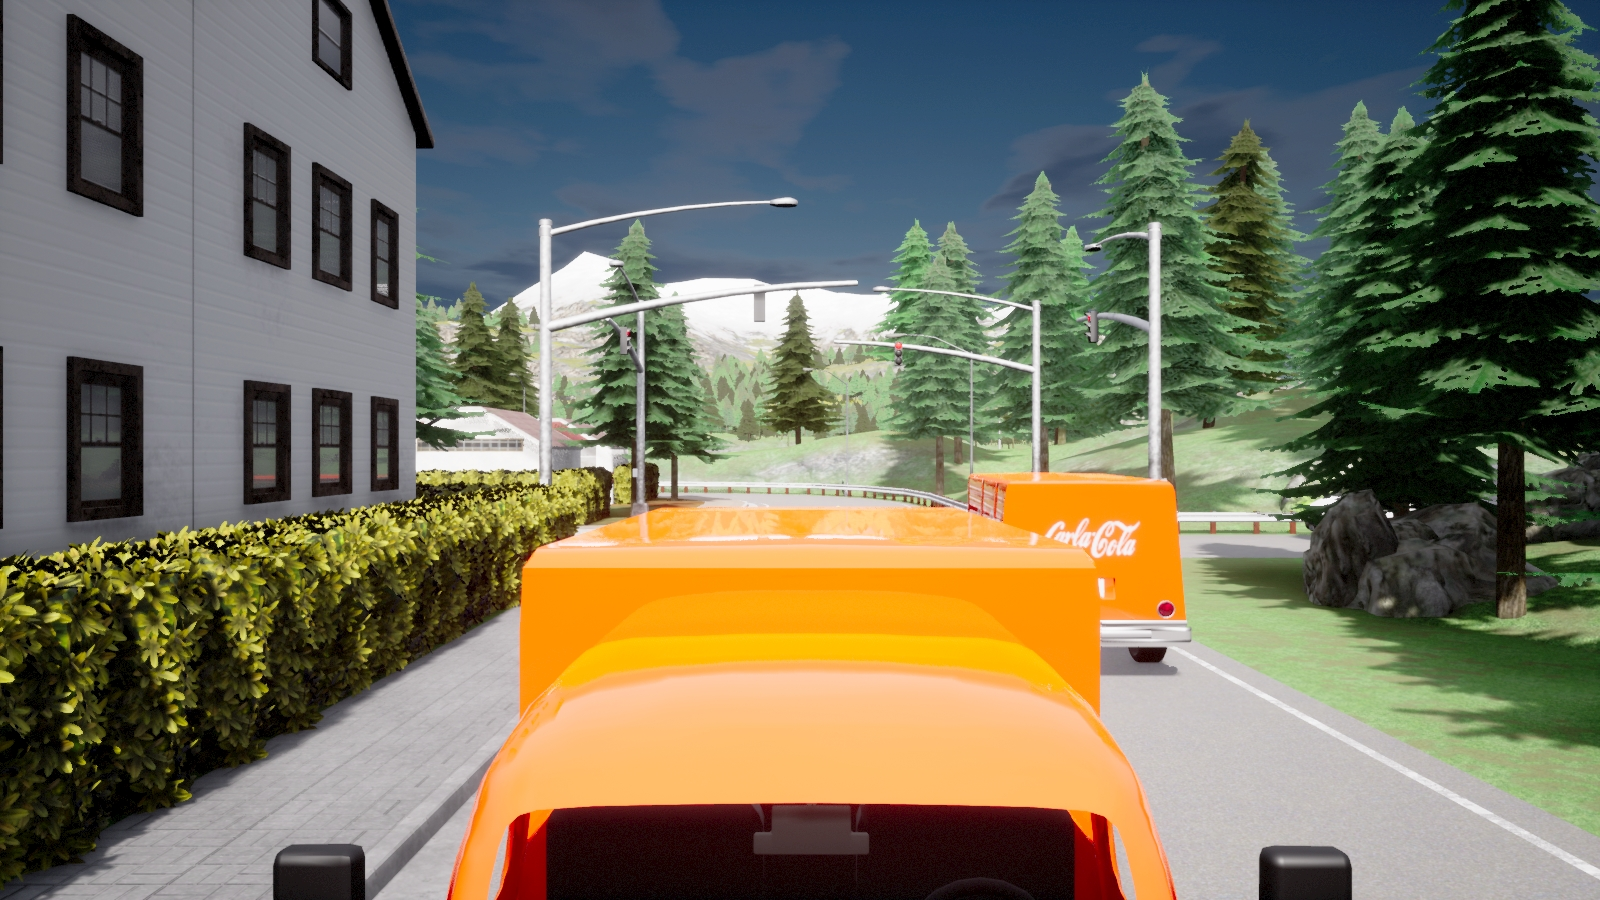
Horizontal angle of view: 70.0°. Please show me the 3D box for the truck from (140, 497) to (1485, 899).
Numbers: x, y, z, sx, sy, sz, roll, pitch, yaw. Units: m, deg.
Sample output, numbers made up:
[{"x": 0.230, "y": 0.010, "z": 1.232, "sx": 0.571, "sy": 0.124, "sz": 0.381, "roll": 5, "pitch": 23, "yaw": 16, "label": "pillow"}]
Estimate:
[{"x": 0.034, "y": 1.546, "z": 4.837, "sx": 2.627, "sy": 2.467, "sz": 5.204, "roll": 0, "pitch": 0, "yaw": 0, "label": "truck"}]

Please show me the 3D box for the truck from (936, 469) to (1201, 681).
[{"x": 3.537, "y": 1.548, "z": 16.336, "sx": 2.627, "sy": 2.467, "sz": 5.204, "roll": 0, "pitch": 0, "yaw": 1, "label": "truck"}]
